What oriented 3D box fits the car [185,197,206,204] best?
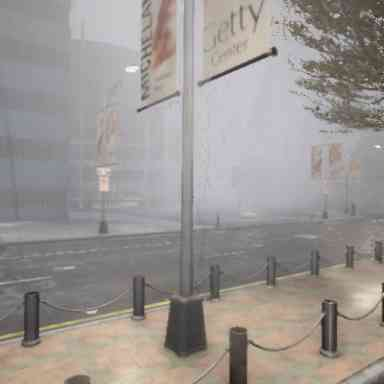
[{"bbox_3d":[0.899,2.059,82.846,4.902,1.511,2.128,0,0,26],"label":"car"}]

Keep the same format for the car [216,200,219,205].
[{"bbox_3d":[3.594,1.847,72.518,4.553,1.767,2.097,0,0,41],"label":"car"}]

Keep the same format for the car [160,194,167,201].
[{"bbox_3d":[-9.362,1.634,87.009,5.566,2.045,2.150,0,0,12],"label":"car"}]

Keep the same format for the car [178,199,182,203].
[{"bbox_3d":[-1.074,2.022,79.947,4.674,1.442,1.812,0,0,26],"label":"car"}]

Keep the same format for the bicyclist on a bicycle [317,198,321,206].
[{"bbox_3d":[25.950,1.963,67.874,1.656,1.620,0.582,0,0,-36],"label":"bicyclist on a bicycle"}]

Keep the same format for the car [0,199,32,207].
[{"bbox_3d":[-17.132,1.358,30.283,4.674,1.452,2.002,1,0,-36],"label":"car"}]

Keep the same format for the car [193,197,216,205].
[{"bbox_3d":[2.074,1.982,69.184,4.674,1.442,1.812,0,0,44],"label":"car"}]
